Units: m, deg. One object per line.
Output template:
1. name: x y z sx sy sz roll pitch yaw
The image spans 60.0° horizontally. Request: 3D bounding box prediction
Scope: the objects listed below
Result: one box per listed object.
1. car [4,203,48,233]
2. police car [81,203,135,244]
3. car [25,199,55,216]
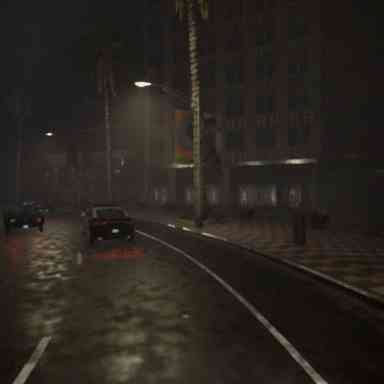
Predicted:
1. car: -9.992 1.552 19.592 1.895 1.301 4.718 0 0 -31
2. police car: -4.133 1.364 15.800 1.930 1.638 5.238 0 0 -24
3. car: -14.184 1.409 30.292 2.128 1.511 4.902 0 0 -44
